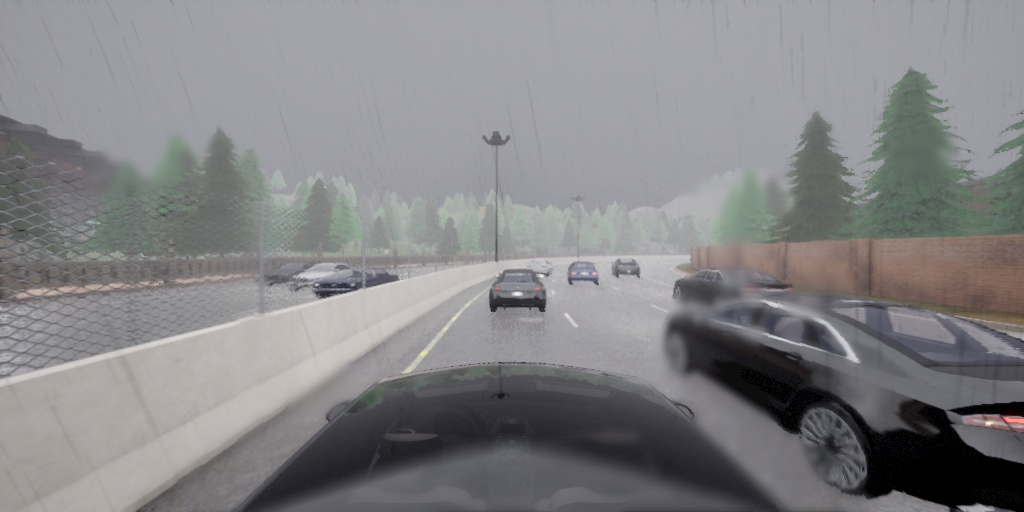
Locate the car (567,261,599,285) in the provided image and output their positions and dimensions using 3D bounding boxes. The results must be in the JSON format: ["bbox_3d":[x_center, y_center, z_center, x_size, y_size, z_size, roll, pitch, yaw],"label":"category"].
[{"bbox_3d":[4.640,1.062,23.615,2.033,1.411,5.357,0,1,9],"label":"car"}]

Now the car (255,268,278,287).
[{"bbox_3d":[-13.341,1.072,22.631,2.033,1.411,5.357,0,1,6],"label":"car"}]

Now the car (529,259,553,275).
[{"bbox_3d":[2.349,0.967,30.384,1.812,1.442,4.674,0,1,11],"label":"car"}]

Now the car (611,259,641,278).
[{"bbox_3d":[9.275,0.944,29.323,2.128,1.511,4.902,0,1,12],"label":"car"}]

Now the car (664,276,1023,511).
[{"bbox_3d":[3.600,1.212,4.424,2.128,1.511,4.902,0,1,0],"label":"car"}]

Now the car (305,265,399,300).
[{"bbox_3d":[-6.868,1.194,16.247,1.895,1.301,4.718,0,1,3],"label":"car"}]

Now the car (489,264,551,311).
[{"bbox_3d":[0.267,1.185,13.681,1.994,1.385,4.181,0,1,3],"label":"car"}]

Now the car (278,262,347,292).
[{"bbox_3d":[-10.065,1.084,19.559,1.812,1.442,4.674,0,1,5],"label":"car"}]

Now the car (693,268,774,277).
[{"bbox_3d":[7.189,1.129,12.099,2.128,1.511,4.902,0,1,1],"label":"car"}]
